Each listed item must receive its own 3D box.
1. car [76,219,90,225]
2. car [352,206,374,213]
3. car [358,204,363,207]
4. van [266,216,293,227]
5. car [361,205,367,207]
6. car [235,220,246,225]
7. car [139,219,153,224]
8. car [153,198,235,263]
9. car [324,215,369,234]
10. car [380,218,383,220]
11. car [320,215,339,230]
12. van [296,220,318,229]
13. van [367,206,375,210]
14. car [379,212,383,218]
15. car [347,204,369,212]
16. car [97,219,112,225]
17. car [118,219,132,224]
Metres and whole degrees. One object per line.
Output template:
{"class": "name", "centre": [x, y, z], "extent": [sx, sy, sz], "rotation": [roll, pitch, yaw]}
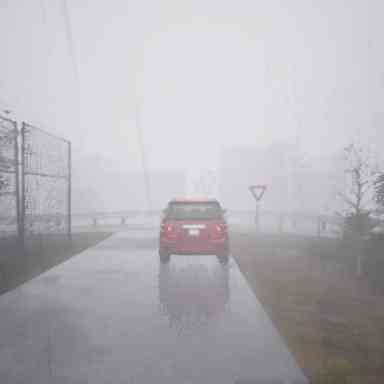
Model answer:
{"class": "car", "centre": [-15.029, 4.490, 45.869], "extent": [1.946, 1.575, 5.366], "rotation": [0, 0, -18]}
{"class": "car", "centre": [41.500, 4.132, 80.652], "extent": [4.674, 1.452, 2.002], "rotation": [-1, 0, -17]}
{"class": "car", "centre": [41.291, 3.998, 77.649], "extent": [4.553, 1.767, 2.185], "rotation": [-1, 0, -17]}
{"class": "van", "centre": [11.613, 4.270, 44.966], "extent": [1.878, 1.987, 4.442], "rotation": [0, 0, -18]}
{"class": "car", "centre": [41.157, 4.156, 74.650], "extent": [5.008, 1.535, 2.097], "rotation": [-1, 1, -17]}
{"class": "car", "centre": [5.745, 4.497, 45.041], "extent": [2.231, 1.521, 4.892], "rotation": [0, 0, -18]}
{"class": "car", "centre": [-6.076, 4.523, 45.391], "extent": [2.163, 1.488, 4.792], "rotation": [0, 0, -18]}
{"class": "car", "centre": [0.098, 1.227, 12.067], "extent": [2.150, 2.045, 5.566], "rotation": [0, 0, 1]}
{"class": "car", "centre": [20.540, 4.243, 44.550], "extent": [2.435, 2.045, 5.566], "rotation": [0, 0, -18]}
{"class": "car", "centre": [23.506, 4.523, 44.464], "extent": [2.163, 1.488, 4.792], "rotation": [0, 0, -18]}
{"class": "car", "centre": [17.582, 4.243, 44.645], "extent": [2.435, 2.045, 5.566], "rotation": [0, 0, -18]}
{"class": "van", "centre": [14.570, 4.270, 44.872], "extent": [1.878, 1.987, 4.442], "rotation": [0, 0, -18]}
{"class": "van", "centre": [40.863, 3.965, 71.614], "extent": [4.442, 1.987, 1.878], "rotation": [-1, 1, -17]}
{"class": "car", "centre": [26.423, 4.242, 44.410], "extent": [2.435, 2.045, 5.566], "rotation": [0, 0, -18]}
{"class": "car", "centre": [41.710, 3.934, 83.651], "extent": [4.553, 1.767, 2.185], "rotation": [-1, 1, -17]}
{"class": "car", "centre": [-12.002, 4.493, 45.602], "extent": [2.097, 1.535, 5.008], "rotation": [0, 0, -18]}
{"class": "car", "centre": [-9.115, 4.491, 45.681], "extent": [1.946, 1.575, 5.366], "rotation": [0, 0, -18]}
